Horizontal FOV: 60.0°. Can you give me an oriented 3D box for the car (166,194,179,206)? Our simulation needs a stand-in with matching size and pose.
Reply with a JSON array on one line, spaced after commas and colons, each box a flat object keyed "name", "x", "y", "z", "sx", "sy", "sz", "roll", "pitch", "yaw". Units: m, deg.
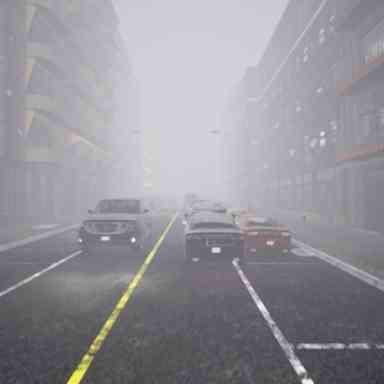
[{"name": "car", "x": -3.038, "y": 1.436, "z": 54.381, "sx": 1.837, "sy": 1.490, "sz": 4.892, "roll": 0, "pitch": 0, "yaw": 0}]

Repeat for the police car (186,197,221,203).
[{"name": "police car", "x": 0.737, "y": 1.380, "z": 21.780, "sx": 1.930, "sy": 1.638, "sz": 5.238, "roll": 0, "pitch": 0, "yaw": 0}]

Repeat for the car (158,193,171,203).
[{"name": "car", "x": -5.564, "y": 1.255, "z": 68.345, "sx": 2.192, "sy": 1.841, "sz": 5.009, "roll": 1, "pitch": 0, "yaw": 0}]

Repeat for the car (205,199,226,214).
[{"name": "car", "x": 2.443, "y": 1.485, "z": 35.130, "sx": 1.887, "sy": 1.381, "sz": 4.507, "roll": 1, "pitch": 0, "yaw": 0}]

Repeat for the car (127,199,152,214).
[{"name": "car", "x": -5.436, "y": 1.466, "z": 34.992, "sx": 1.752, "sy": 1.417, "sz": 4.829, "roll": 2, "pitch": 0, "yaw": 0}]

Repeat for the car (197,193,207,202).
[{"name": "car", "x": 2.238, "y": 1.266, "z": 79.377, "sx": 2.192, "sy": 1.841, "sz": 5.009, "roll": 1, "pitch": 0, "yaw": 0}]

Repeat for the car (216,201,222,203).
[{"name": "car", "x": 2.509, "y": 1.485, "z": 18.710, "sx": 1.752, "sy": 1.417, "sz": 4.829, "roll": 1, "pitch": 0, "yaw": 0}]

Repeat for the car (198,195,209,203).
[{"name": "car", "x": 2.321, "y": 1.380, "z": 68.316, "sx": 1.967, "sy": 1.590, "sz": 4.097, "roll": 1, "pitch": 0, "yaw": 0}]

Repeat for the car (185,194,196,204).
[{"name": "car", "x": -0.252, "y": 1.288, "z": 63.183, "sx": 2.097, "sy": 1.767, "sz": 4.553, "roll": 0, "pitch": 0, "yaw": 0}]

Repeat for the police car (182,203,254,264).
[{"name": "police car", "x": 0.666, "y": 1.398, "z": 11.777, "sx": 1.930, "sy": 1.638, "sz": 5.238, "roll": 0, "pitch": 0, "yaw": 0}]

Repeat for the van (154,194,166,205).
[{"name": "van", "x": -5.521, "y": 1.274, "z": 57.284, "sx": 1.690, "sy": 1.788, "sz": 3.998, "roll": 1, "pitch": 0, "yaw": 0}]

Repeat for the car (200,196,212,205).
[{"name": "car", "x": 2.355, "y": 1.477, "z": 57.254, "sx": 1.887, "sy": 1.381, "sz": 4.507, "roll": 1, "pitch": 0, "yaw": 0}]

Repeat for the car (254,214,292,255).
[{"name": "car", "x": 2.532, "y": 1.515, "z": 13.008, "sx": 1.887, "sy": 1.381, "sz": 4.507, "roll": 1, "pitch": 0, "yaw": 0}]

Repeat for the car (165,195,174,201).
[{"name": "car", "x": -5.636, "y": 1.525, "z": 84.937, "sx": 1.947, "sy": 1.339, "sz": 4.313, "roll": 1, "pitch": 0, "yaw": 0}]

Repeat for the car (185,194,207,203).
[{"name": "car", "x": 0.713, "y": 1.299, "z": 27.642, "sx": 2.097, "sy": 1.767, "sz": 4.553, "roll": 0, "pitch": 0, "yaw": 0}]

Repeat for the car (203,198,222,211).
[{"name": "car", "x": 2.421, "y": 1.487, "z": 40.662, "sx": 2.008, "sy": 1.369, "sz": 4.403, "roll": 1, "pitch": 0, "yaw": 0}]

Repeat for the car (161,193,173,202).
[{"name": "car", "x": -5.586, "y": 1.260, "z": 73.875, "sx": 2.192, "sy": 1.841, "sz": 5.009, "roll": 1, "pitch": 0, "yaw": 0}]

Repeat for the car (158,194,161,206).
[{"name": "car", "x": -5.453, "y": 1.251, "z": 40.694, "sx": 2.192, "sy": 1.841, "sz": 5.009, "roll": 2, "pitch": 0, "yaw": 0}]

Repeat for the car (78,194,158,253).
[{"name": "car", "x": -2.905, "y": 1.189, "z": 13.867, "sx": 2.150, "sy": 2.045, "sz": 5.566, "roll": 0, "pitch": 0, "yaw": 0}]

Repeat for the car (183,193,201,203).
[{"name": "car", "x": -0.191, "y": 1.155, "z": 48.548, "sx": 2.150, "sy": 2.045, "sz": 5.566, "roll": 0, "pitch": 0, "yaw": 0}]

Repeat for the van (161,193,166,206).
[{"name": "van", "x": -5.498, "y": 1.272, "z": 51.752, "sx": 1.690, "sy": 1.788, "sz": 3.998, "roll": 2, "pitch": 0, "yaw": 0}]
